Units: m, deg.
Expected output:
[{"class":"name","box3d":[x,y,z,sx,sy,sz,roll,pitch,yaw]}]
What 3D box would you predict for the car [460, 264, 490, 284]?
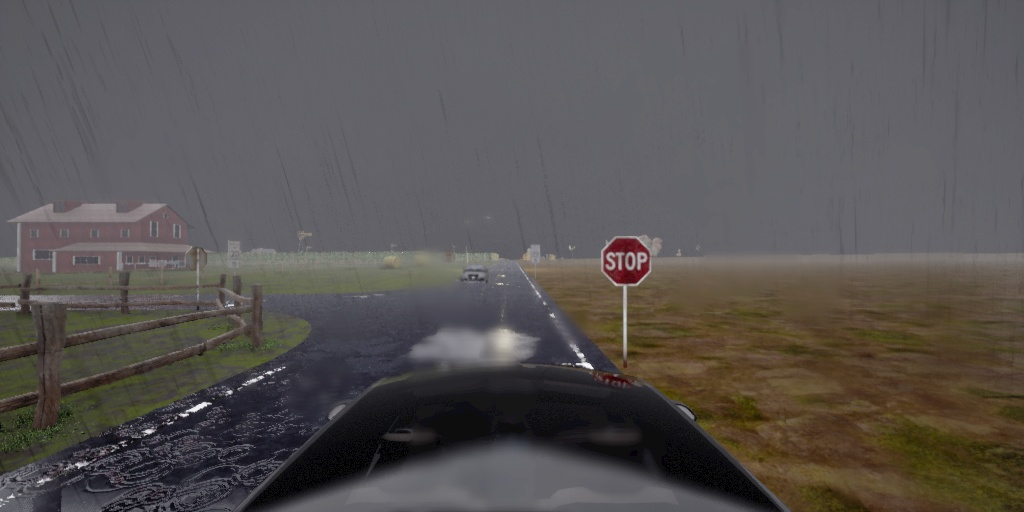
[{"class":"car","box3d":[-2.737,1.331,27.382,1.994,1.385,4.181,0,0,0]}]
